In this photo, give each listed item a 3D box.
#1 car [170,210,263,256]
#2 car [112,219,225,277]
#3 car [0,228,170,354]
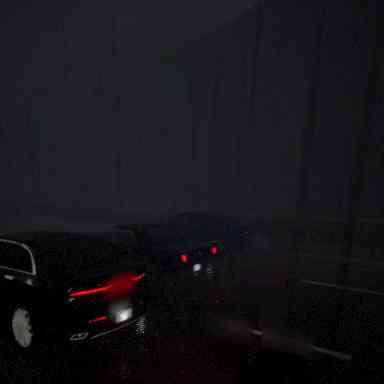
[{"bbox_3d":[0.160,1.423,12.476,5.008,1.535,1.882,1,0,35],"label":"car"},{"bbox_3d":[-1.666,1.548,9.480,4.718,1.301,1.895,1,0,36],"label":"car"},{"bbox_3d":[-2.920,1.460,6.075,4.892,1.490,1.837,1,0,35],"label":"car"}]
